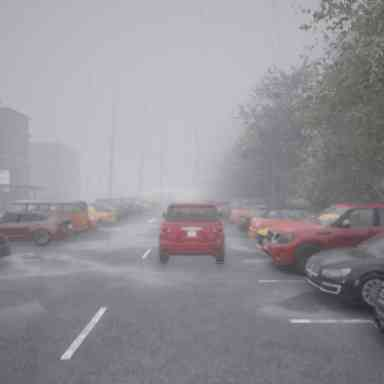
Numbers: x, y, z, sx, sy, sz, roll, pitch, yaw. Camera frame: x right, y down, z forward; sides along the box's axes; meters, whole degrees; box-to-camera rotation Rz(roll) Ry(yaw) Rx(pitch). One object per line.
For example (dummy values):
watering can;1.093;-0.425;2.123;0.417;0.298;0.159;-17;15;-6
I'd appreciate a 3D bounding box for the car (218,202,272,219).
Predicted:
car;5.044;1.785;32.417;4.892;1.521;2.231;0;0;0

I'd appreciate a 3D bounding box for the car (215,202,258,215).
car;5.040;1.871;37.987;4.674;1.452;2.002;0;0;0

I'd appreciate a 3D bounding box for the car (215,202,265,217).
car;5.043;1.808;35.202;5.008;1.535;2.097;0;0;0

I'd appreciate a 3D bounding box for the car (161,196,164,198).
car;-8.049;1.972;60.231;5.008;1.535;2.097;0;0;0

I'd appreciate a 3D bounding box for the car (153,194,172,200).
car;-8.050;1.412;90.889;5.008;1.535;2.097;0;2;0

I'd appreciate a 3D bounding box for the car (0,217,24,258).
car;-8.039;1.624;10.120;4.674;1.452;2.002;0;-1;0

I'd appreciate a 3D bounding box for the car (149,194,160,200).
car;-8.014;1.670;49.088;5.566;2.045;2.435;0;0;0

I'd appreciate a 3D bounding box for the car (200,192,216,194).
car;5.221;1.595;85.367;5.366;1.575;1.946;0;2;0

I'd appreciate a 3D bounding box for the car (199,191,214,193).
car;5.038;1.334;93.863;4.674;1.452;2.002;0;2;0

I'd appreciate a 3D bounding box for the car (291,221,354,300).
car;5.045;1.557;7.354;4.892;1.521;2.231;0;-1;0

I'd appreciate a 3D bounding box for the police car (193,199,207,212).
police car;1.047;1.847;46.756;1.930;1.638;5.238;0;0;0

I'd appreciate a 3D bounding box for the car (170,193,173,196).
car;-8.051;1.602;85.309;4.892;1.521;2.231;0;2;0

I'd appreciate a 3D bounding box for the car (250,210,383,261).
car;5.043;1.609;12.924;5.008;1.535;2.097;0;-1;0

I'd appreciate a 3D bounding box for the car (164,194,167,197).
car;-8.012;1.802;68.587;4.553;1.767;2.185;0;0;0

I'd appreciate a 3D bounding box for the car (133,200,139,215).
car;-8.037;1.785;32.387;5.008;1.535;2.097;0;0;0

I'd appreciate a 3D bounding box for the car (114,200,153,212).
car;-8.048;1.899;46.303;5.008;1.535;2.097;0;0;0

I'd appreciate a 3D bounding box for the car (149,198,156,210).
car;-7.857;1.873;43.520;5.366;1.575;1.946;0;0;0

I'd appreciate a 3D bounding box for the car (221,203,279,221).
car;5.066;1.790;29.634;4.792;1.488;2.163;0;0;0

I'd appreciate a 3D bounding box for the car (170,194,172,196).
car;-8.073;1.710;82.532;4.792;1.488;2.163;0;1;0

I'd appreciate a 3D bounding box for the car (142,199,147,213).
car;-8.036;1.833;37.954;4.892;1.521;2.231;0;0;0

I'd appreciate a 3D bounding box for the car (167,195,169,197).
car;-8.015;1.925;71.376;4.792;1.488;2.163;0;1;0

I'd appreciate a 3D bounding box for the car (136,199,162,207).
car;-8.041;2.006;63.021;4.674;1.452;2.002;0;0;0

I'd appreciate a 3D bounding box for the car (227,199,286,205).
car;5.007;1.587;24.064;4.553;1.767;2.185;0;-1;0

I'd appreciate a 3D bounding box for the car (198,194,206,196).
car;1.046;1.836;62.610;2.097;1.767;4.553;0;0;0

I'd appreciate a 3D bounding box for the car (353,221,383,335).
car;5.070;1.402;4.569;4.553;1.767;2.185;0;-1;0

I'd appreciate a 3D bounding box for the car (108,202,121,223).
car;-8.227;1.710;24.037;5.366;1.575;1.946;0;-1;0

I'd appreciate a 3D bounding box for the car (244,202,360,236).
car;5.006;1.511;15.710;4.553;1.767;2.185;0;-1;0

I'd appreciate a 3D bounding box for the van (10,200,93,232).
van;-8.159;1.438;18.535;4.442;1.987;1.878;0;0;0

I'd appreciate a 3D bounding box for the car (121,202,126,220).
car;-8.039;1.778;26.819;4.674;1.452;2.002;0;-1;0

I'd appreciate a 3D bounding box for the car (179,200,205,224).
car;0.016;1.623;28.460;2.097;1.767;4.553;0;-1;0

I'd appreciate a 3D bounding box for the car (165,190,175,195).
car;-8.016;1.260;88.089;5.566;2.045;2.435;0;2;0

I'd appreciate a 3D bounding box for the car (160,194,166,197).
car;-8.012;1.825;65.807;4.553;1.767;2.185;0;0;0

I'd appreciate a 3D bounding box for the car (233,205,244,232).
car;5.033;1.662;18.493;5.008;1.535;2.097;0;-1;0

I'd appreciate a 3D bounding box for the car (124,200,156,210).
car;-8.045;1.983;51.869;4.674;1.452;2.002;0;0;0

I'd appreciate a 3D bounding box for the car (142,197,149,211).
car;-8.074;1.730;40.863;4.553;1.767;2.185;0;0;0

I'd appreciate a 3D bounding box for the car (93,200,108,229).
car;-8.073;1.563;21.255;4.553;1.767;2.185;0;-1;0

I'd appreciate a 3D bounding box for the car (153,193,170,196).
car;-8.075;1.680;76.948;4.553;1.767;2.185;0;1;0

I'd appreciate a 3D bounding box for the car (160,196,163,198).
car;-8.048;1.970;57.442;5.008;1.535;2.097;0;0;0

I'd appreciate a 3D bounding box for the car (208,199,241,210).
car;5.032;1.943;52.035;5.008;1.535;2.097;0;0;0

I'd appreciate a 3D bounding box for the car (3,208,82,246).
car;-8.071;1.667;15.687;4.792;1.488;2.163;0;-1;0

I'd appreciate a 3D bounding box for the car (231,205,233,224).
car;5.041;1.727;21.278;4.674;1.452;2.002;0;-1;0

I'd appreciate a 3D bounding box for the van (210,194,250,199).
van;4.921;1.650;43.559;4.442;1.987;1.878;0;0;0

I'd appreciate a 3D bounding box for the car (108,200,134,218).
car;-8.047;1.762;29.604;5.008;1.535;2.097;0;0;0

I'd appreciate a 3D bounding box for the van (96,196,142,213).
van;-7.926;1.583;35.172;4.442;1.987;1.878;0;0;0

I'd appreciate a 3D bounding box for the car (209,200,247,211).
car;5.222;1.917;49.127;5.366;1.575;1.946;0;0;0

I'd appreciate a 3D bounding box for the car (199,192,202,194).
car;5.221;1.505;88.161;5.366;1.575;1.946;0;2;0

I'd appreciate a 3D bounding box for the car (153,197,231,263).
car;0.007;1.352;12.619;2.150;2.045;5.566;0;0;0

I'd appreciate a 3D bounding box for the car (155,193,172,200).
car;-8.013;1.178;93.661;4.553;1.767;2.185;0;2;0

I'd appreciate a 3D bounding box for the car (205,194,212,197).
car;5.030;1.853;74.215;4.892;1.521;2.231;0;1;0

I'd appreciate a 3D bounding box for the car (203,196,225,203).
car;5.031;1.800;77.132;5.008;1.535;2.097;0;1;0
